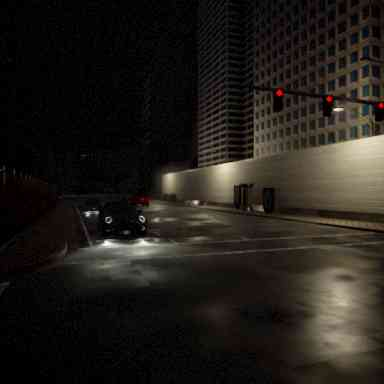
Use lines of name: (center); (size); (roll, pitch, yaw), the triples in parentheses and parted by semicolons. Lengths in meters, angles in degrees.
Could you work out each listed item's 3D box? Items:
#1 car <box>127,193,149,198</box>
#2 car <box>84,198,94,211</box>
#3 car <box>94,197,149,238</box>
car: (-7.796, 1.142, 49.339); (2.150, 2.045, 5.566); (0, 0, -18)
car: (-11.639, 1.468, 39.035); (2.033, 1.411, 5.357); (0, 0, -20)
car: (-3.800, 1.306, 17.583); (2.097, 1.767, 4.553); (0, 0, -20)
